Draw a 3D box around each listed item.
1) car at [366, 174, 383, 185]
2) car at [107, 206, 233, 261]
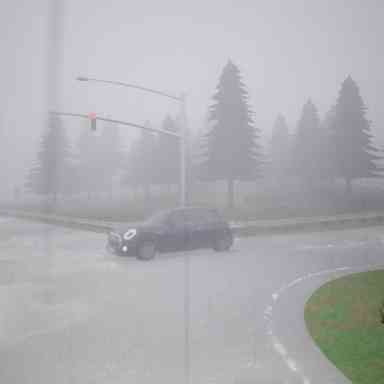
[{"bbox_3d":[28.057,-2.127,51.174,2.150,2.045,5.566,0,5,25],"label":"car"},{"bbox_3d":[-0.765,1.357,12.337,4.553,1.767,2.097,0,0,-30],"label":"car"}]
